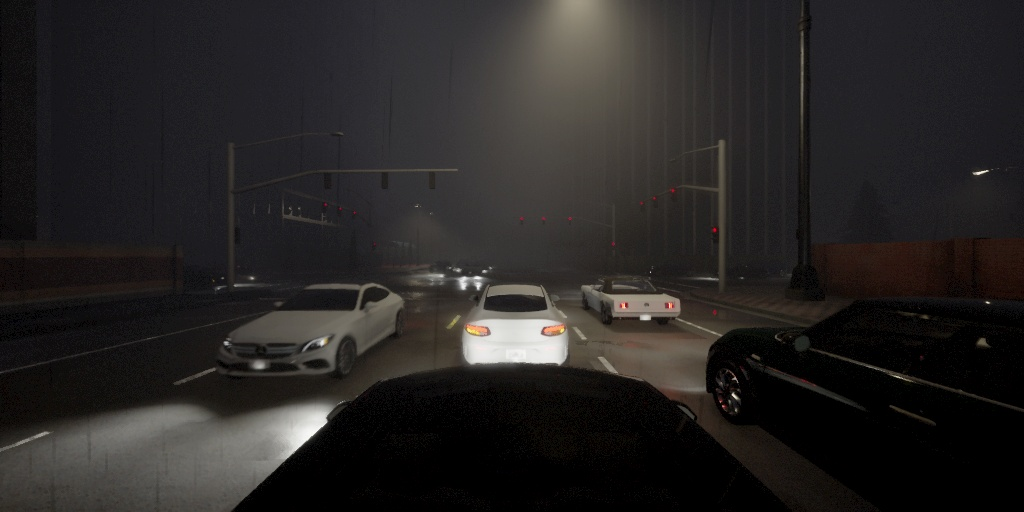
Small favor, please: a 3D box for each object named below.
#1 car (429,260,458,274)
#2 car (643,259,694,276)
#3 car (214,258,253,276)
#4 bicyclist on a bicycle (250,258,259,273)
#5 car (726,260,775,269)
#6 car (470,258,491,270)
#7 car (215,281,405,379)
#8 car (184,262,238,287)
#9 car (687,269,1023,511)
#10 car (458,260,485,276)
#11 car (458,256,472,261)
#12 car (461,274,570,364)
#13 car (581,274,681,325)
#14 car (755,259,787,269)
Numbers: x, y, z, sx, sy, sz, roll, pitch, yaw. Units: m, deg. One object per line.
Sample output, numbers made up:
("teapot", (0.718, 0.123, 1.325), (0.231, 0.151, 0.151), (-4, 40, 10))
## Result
("car", (-8.206, 1.242, 41.849), (2.128, 1.511, 4.902), (0, 0, 4))
("car", (15.338, 1.102, 35.136), (4.553, 1.767, 2.097), (0, 0, 0))
("car", (-27.917, 1.102, 34.713), (4.553, 1.767, 2.097), (0, 0, 0))
("bicyclist on a bicycle", (-28.409, 1.051, 39.501), (0.582, 1.620, 1.656), (0, 0, -1))
("car", (20.189, 1.314, 31.681), (4.181, 1.385, 1.994), (0, 0, -1))
("car", (-4.427, 1.313, 51.018), (1.994, 1.385, 4.181), (0, 0, -1))
("car", (-3.598, 1.276, 7.423), (1.812, 1.442, 4.674), (0, 0, 0))
("car", (-21.418, 1.314, 24.081), (4.181, 1.385, 1.994), (0, 0, 0))
("car", (3.599, 1.102, 2.881), (2.097, 1.767, 4.553), (0, 0, 0))
("car", (-4.153, 1.351, 37.440), (1.895, 1.301, 4.718), (0, 0, -1))
("car", (-8.044, 1.241, 59.034), (2.128, 1.511, 4.902), (0, 0, -1))
("car", (0.059, 1.276, 7.566), (1.812, 1.442, 4.674), (0, 0, 0))
("car", (3.563, 1.351, 11.783), (1.895, 1.301, 4.718), (0, 0, 0))
("car", (24.230, 1.102, 35.218), (4.553, 1.767, 2.097), (0, 0, 0))
